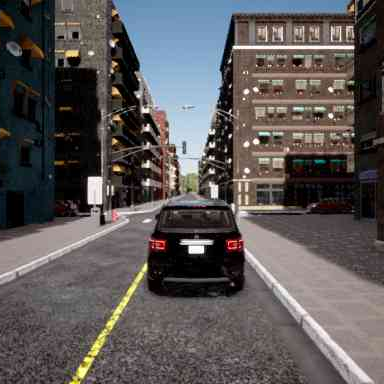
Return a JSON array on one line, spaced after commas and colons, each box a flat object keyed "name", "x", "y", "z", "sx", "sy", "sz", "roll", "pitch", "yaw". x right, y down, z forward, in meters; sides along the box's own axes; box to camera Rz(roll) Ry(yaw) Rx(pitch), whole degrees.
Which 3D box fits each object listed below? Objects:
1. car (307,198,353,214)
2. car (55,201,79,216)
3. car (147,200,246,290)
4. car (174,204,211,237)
[{"name": "car", "x": 13.549, "y": 1.320, "z": 33.005, "sx": 4.097, "sy": 1.590, "sz": 1.967, "roll": -1, "pitch": 0, "yaw": 0}, {"name": "car", "x": -13.556, "y": 1.578, "z": 33.075, "sx": 4.097, "sy": 1.590, "sz": 1.967, "roll": -1, "pitch": 0, "yaw": 0}, {"name": "car", "x": 0.092, "y": 1.223, "z": 9.197, "sx": 2.150, "sy": 2.045, "sz": 5.566, "roll": 0, "pitch": 0, "yaw": 0}, {"name": "car", "x": -0.009, "y": 1.509, "z": 19.020, "sx": 1.837, "sy": 1.490, "sz": 4.892, "roll": 0, "pitch": 0, "yaw": -1}]
